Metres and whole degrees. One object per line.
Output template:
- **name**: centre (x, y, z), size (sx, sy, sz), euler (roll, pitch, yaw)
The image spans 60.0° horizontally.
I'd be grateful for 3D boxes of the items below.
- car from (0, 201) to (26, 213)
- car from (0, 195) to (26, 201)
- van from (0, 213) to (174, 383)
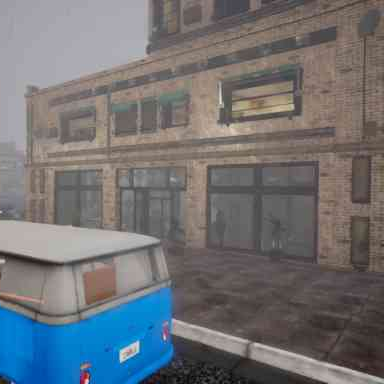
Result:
- **car**: centre (-15.307, 1.793, 30.607), size (1.947, 1.339, 4.313), euler (0, 0, 36)
- **car**: centre (-19.853, 1.359, 34.185), size (2.150, 2.045, 5.566), euler (1, 0, 36)
- **van**: centre (-2.124, 1.340, 4.363), size (3.998, 1.788, 1.690), euler (0, 1, 35)
